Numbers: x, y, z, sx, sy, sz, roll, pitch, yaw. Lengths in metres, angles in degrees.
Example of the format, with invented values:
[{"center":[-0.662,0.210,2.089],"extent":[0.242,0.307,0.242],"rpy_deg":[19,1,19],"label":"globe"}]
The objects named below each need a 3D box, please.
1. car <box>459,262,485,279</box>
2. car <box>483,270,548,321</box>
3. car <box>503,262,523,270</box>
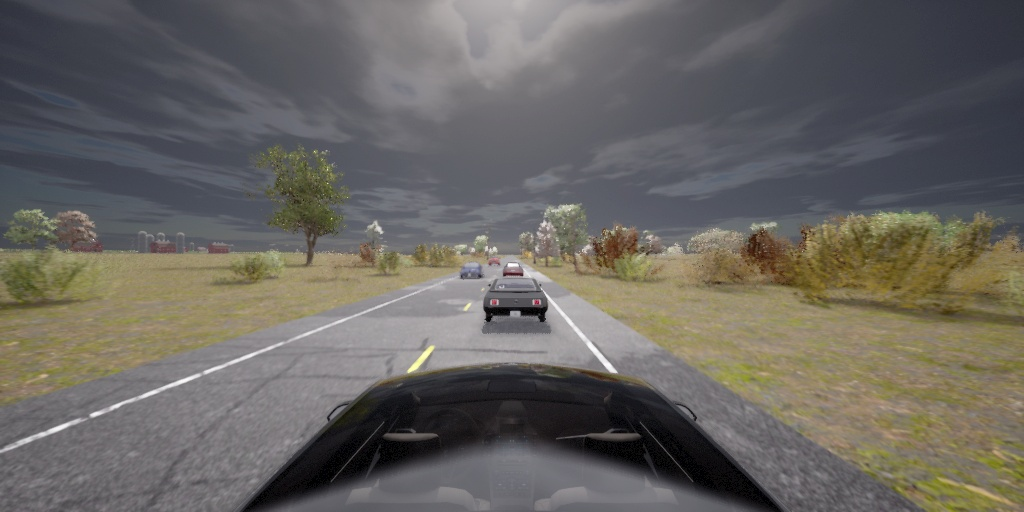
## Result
[{"center":[-3.588,1.274,32.734],"extent":[1.812,1.442,4.674],"rpy_deg":[0,0,0],"label":"car"},{"center":[0.104,1.351,12.422],"extent":[1.895,1.301,4.718],"rpy_deg":[0,0,0],"label":"car"},{"center":[0.107,1.312,34.950],"extent":[1.994,1.385,4.181],"rpy_deg":[0,0,0],"label":"car"}]
